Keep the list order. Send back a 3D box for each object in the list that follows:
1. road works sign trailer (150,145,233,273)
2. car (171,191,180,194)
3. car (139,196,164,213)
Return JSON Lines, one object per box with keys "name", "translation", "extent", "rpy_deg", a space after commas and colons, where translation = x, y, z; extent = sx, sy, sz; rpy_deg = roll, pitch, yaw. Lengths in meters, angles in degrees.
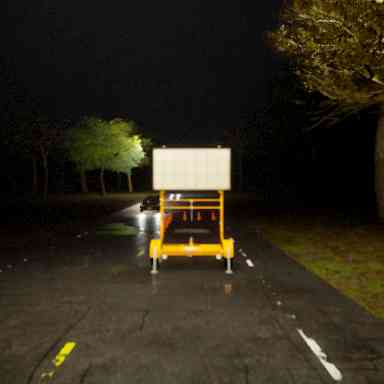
{"name": "road works sign trailer", "translation": [-0.008, 0.359, 10.292], "extent": [2.380, 3.560, 2.880], "rpy_deg": [0, 1, 0]}
{"name": "car", "translation": [-3.558, -0.281, 71.115], "extent": [1.895, 1.301, 4.718], "rpy_deg": [0, 3, 0]}
{"name": "car", "translation": [-3.623, 1.071, 30.648], "extent": [1.812, 1.442, 4.674], "rpy_deg": [0, 1, 0]}
